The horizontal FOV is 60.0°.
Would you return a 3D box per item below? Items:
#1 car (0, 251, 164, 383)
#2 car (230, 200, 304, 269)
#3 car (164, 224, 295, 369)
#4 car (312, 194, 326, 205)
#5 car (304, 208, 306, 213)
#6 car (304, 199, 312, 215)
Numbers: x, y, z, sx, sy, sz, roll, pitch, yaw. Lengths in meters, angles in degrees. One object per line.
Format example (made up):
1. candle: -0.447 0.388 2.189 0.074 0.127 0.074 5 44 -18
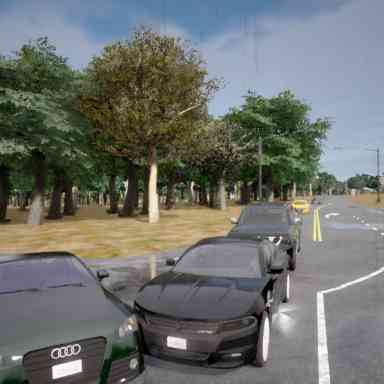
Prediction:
1. car: -2.323 1.643 5.002 1.994 1.385 4.181 2 -2 -33
2. car: 2.828 1.460 12.451 2.150 2.045 5.566 -2 0 20
3. car: 0.720 1.614 6.306 1.882 1.535 5.008 -1 -2 21
4. car: 23.777 1.728 63.148 1.812 1.442 4.674 -1 1 28
5. car: 5.043 1.775 18.359 1.895 1.301 4.718 -1 0 21
6. car: 12.173 1.695 37.468 1.882 1.535 5.008 -1 0 21
